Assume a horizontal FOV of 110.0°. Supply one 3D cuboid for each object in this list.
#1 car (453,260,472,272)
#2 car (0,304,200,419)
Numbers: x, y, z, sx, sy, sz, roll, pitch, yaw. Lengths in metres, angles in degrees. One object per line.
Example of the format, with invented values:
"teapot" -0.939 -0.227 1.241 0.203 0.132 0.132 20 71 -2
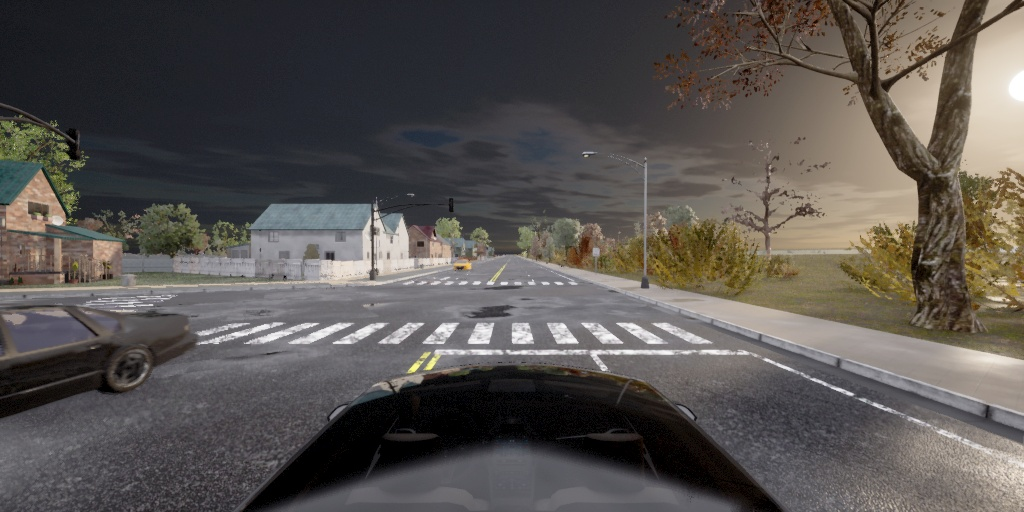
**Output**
"car" -6.391 1.218 46.674 1.882 1.535 5.008 0 0 0
"car" -6.498 1.297 3.954 2.033 1.411 5.357 0 0 0
